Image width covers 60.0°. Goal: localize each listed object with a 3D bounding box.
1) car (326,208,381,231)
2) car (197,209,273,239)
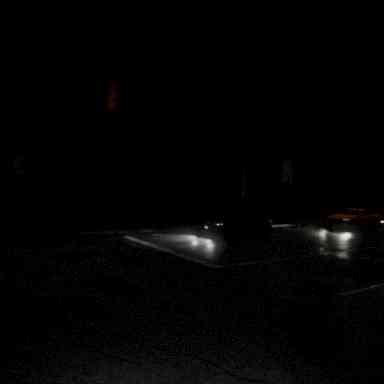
[{"bbox_3d":[11.793,1.915,24.170,5.008,1.535,1.882,2,0,-35],"label":"car"},{"bbox_3d":[2.355,1.637,17.661,4.181,1.385,1.994,2,0,-35],"label":"car"}]
